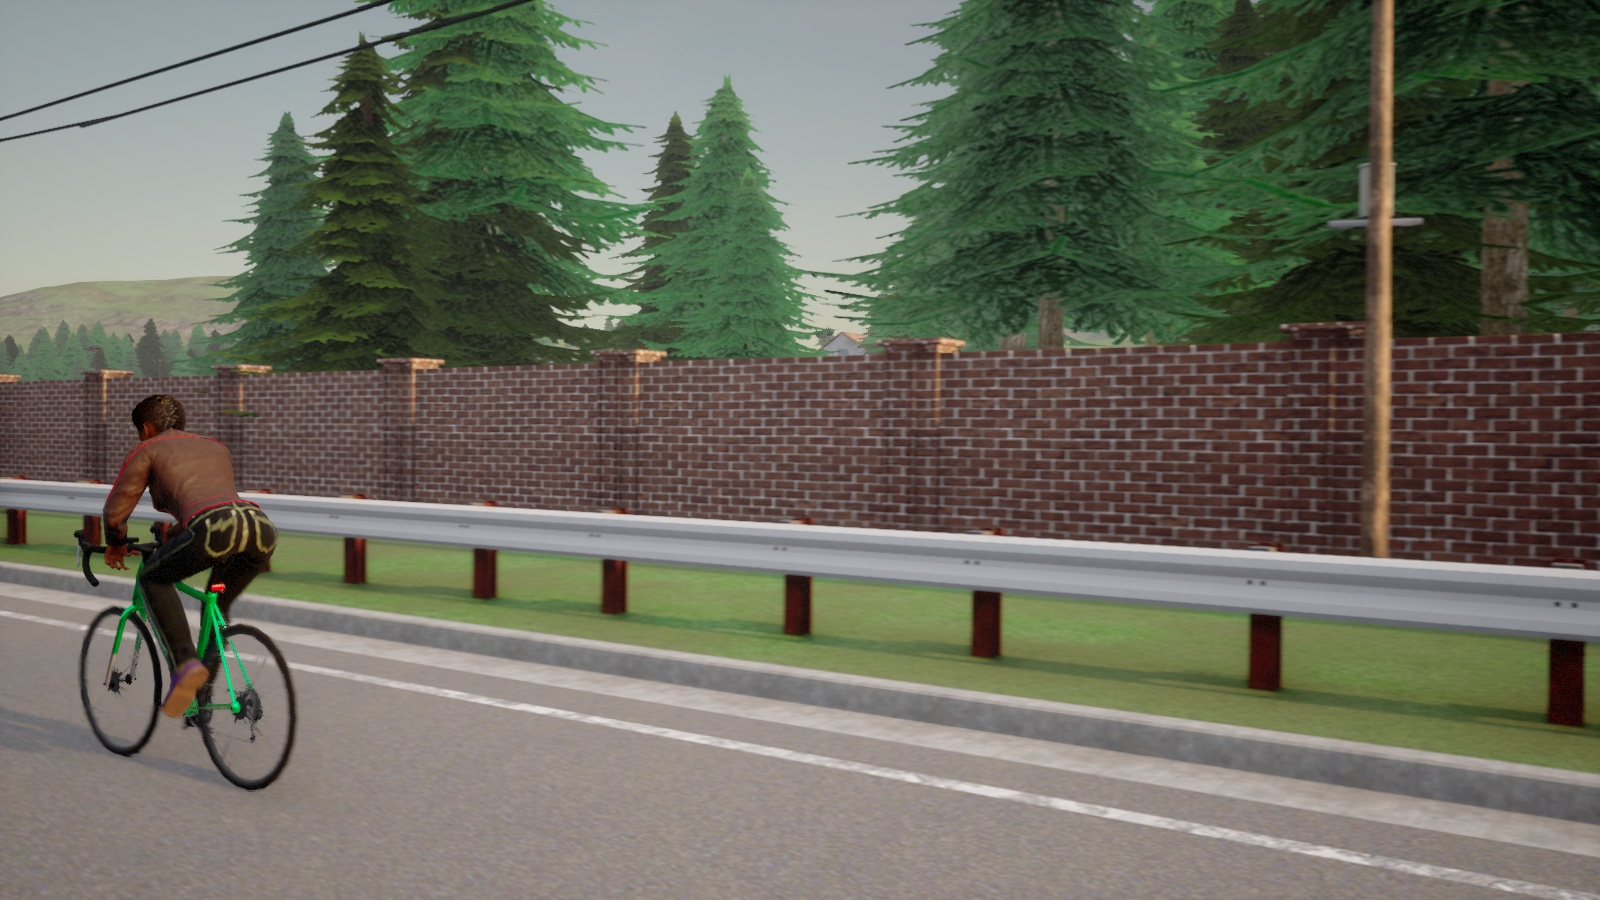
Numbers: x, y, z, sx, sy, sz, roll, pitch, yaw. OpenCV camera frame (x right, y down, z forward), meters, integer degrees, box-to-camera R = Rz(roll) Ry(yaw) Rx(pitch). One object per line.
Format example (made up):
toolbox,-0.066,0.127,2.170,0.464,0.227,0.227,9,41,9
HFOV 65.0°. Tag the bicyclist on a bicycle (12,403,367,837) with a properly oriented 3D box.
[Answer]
bicyclist on a bicycle,-2.644,0.635,5.379,1.656,1.620,0.582,0,1,34
